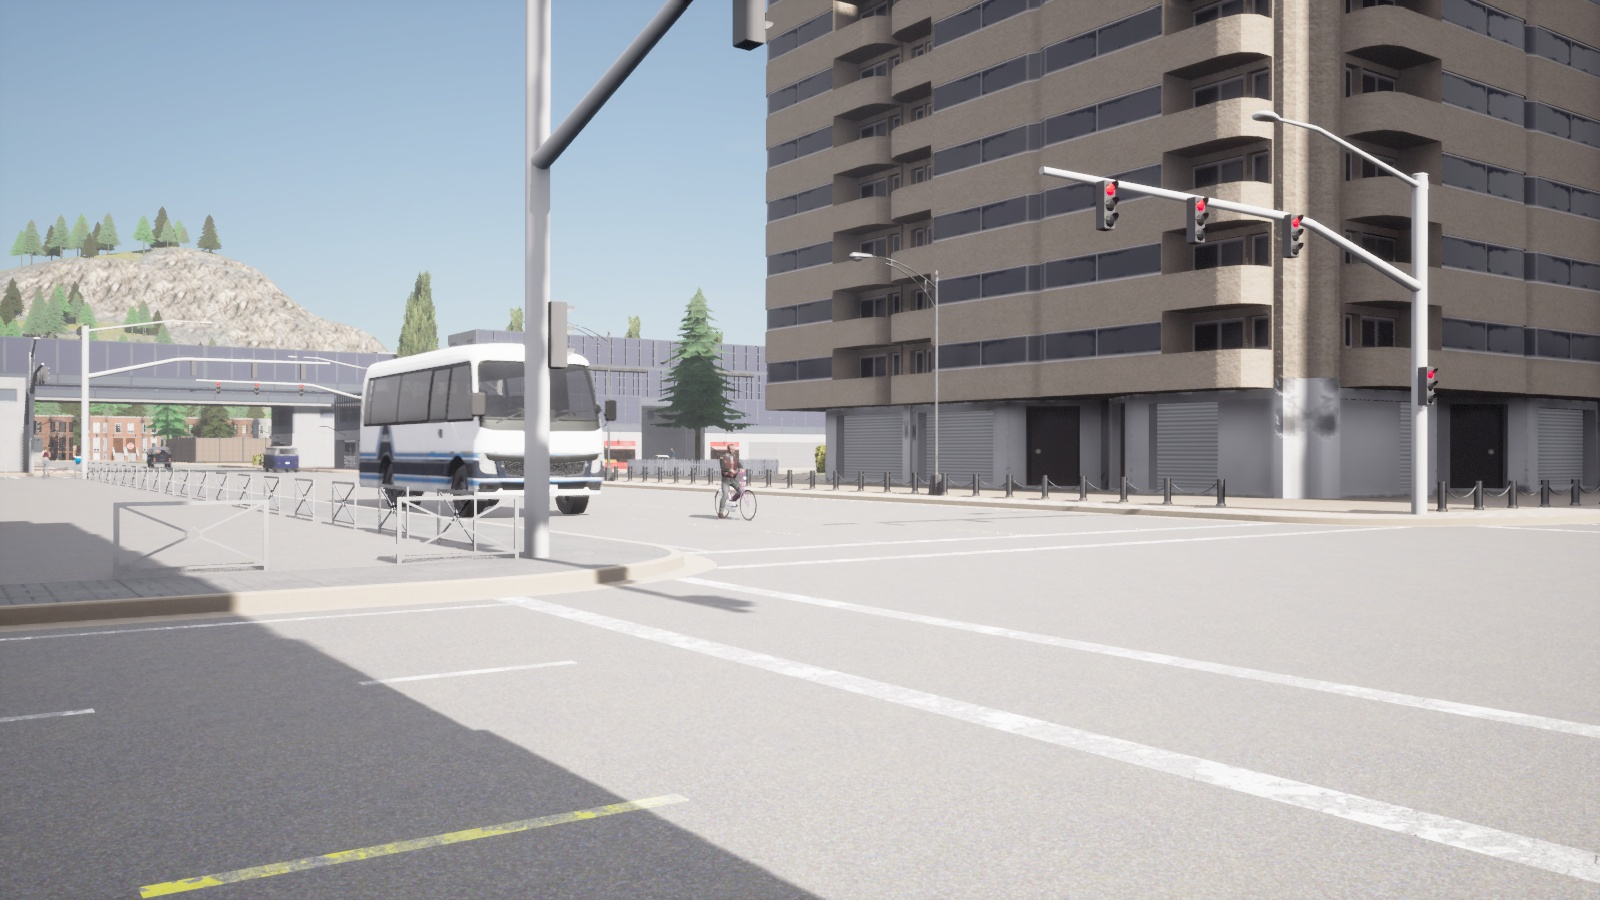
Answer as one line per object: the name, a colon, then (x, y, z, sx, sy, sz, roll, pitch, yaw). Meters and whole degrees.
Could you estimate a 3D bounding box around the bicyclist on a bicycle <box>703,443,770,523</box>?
bicyclist on a bicycle: (-1.488, 0.745, 29.055, 0.659, 1.776, 1.843, 0, 0, -35)

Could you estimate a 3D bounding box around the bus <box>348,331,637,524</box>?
bus: (-8.413, -0.478, 32.920, 3.944, 4.253, 10.273, 0, 0, -35)
